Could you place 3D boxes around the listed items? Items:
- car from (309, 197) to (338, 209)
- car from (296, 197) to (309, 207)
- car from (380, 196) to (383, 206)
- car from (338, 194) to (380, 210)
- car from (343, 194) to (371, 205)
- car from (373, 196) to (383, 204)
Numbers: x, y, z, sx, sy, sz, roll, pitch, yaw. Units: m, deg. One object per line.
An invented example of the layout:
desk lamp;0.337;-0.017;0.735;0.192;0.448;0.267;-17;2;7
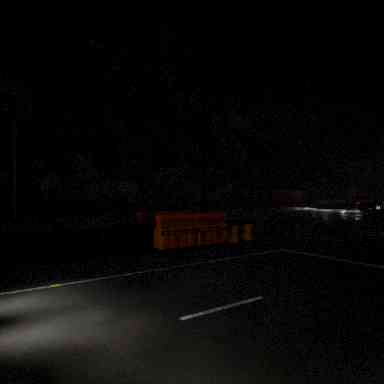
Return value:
car;17.369;1.379;42.212;4.674;1.442;1.812;0;0;-35
car;16.864;1.393;46.160;5.357;1.411;2.033;0;0;-35
car;28.723;1.340;50.320;5.357;1.411;2.033;0;0;-36
car;19.966;1.202;39.773;4.553;1.767;2.097;0;0;-36
car;26.155;1.147;52.780;4.553;1.767;2.097;0;0;-35
car;33.825;1.355;58.192;4.718;1.301;1.895;0;0;-35
